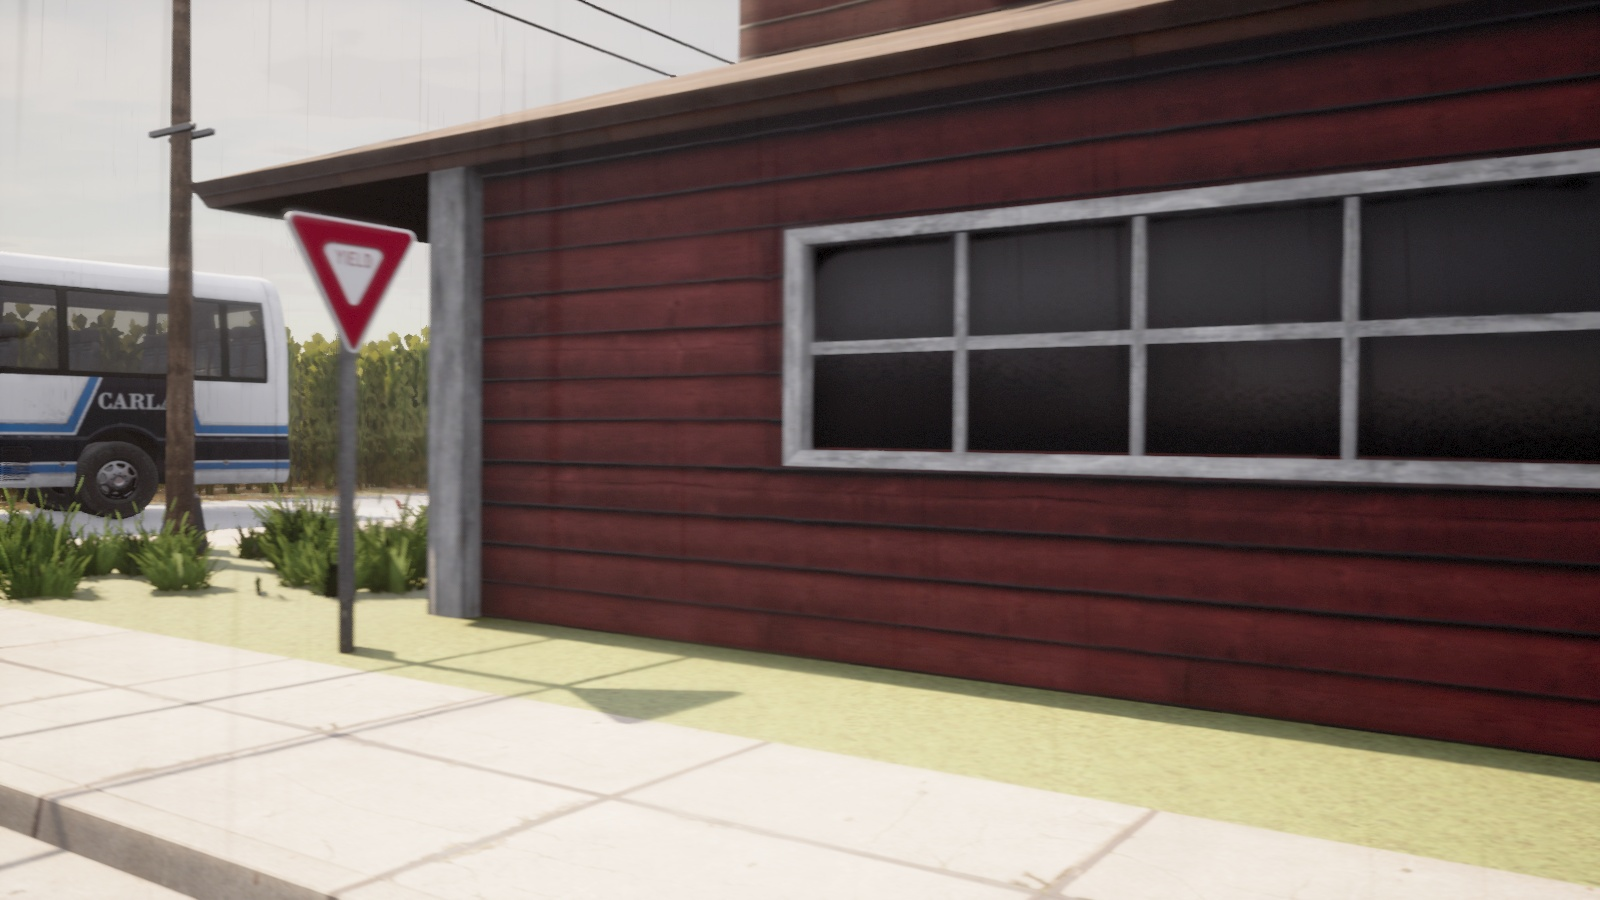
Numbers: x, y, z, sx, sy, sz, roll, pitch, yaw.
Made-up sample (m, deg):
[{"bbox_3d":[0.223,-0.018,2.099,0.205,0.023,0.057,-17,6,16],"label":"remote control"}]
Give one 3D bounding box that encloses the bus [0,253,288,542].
[{"bbox_3d":[-13.766,-0.772,19.178,3.944,4.253,10.273,0,1,41],"label":"bus"}]
